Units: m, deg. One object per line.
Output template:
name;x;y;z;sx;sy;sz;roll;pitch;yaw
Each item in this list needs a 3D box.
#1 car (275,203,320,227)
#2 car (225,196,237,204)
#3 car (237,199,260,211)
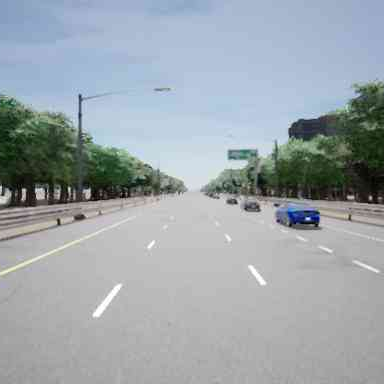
car;7.028;1.497;22.599;1.882;1.535;5.008;0;0;0
car;7.201;1.509;60.891;1.812;1.442;4.674;0;0;0
car;7.089;1.533;40.576;1.812;1.442;4.674;0;0;0
